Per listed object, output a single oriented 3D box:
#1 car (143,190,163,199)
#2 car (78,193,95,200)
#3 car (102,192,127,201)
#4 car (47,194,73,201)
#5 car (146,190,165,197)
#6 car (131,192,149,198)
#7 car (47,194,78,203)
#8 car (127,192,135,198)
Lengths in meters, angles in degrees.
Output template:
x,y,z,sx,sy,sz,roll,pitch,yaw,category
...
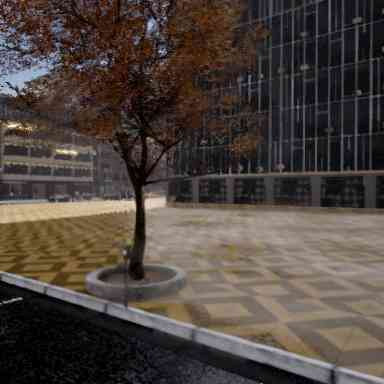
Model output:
x,y,z,sx,sy,sz,roll,pitch,yaw,category
-8.918,0.772,73.362,1.752,1.417,4.829,1,2,35,car
-22.243,0.923,68.831,2.008,1.369,4.403,2,2,35,car
-15.352,0.973,64.063,2.008,1.369,4.403,1,2,35,car
-25.411,1.025,64.251,1.947,1.339,4.313,2,2,35,car
-9.567,0.343,87.144,2.192,1.841,5.009,2,2,35,car
-12.834,0.641,82.429,1.752,1.417,4.829,2,2,35,car
-21.688,1.147,54.903,2.008,1.369,4.403,1,2,35,car
-15.906,0.765,77.991,1.947,1.339,4.313,2,2,35,car
